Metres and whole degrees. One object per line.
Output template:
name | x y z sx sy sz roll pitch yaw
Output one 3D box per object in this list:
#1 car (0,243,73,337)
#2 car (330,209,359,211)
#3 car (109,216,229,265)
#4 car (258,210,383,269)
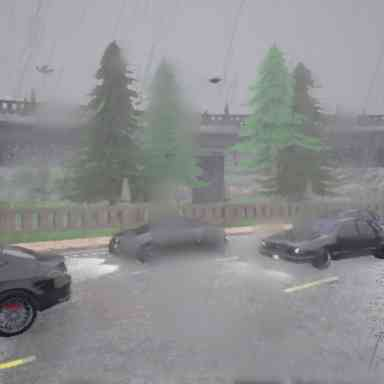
car | -4.317 1.526 5.139 4.674 1.442 1.812 0 0 -35
car | 7.567 1.545 16.307 5.357 1.411 2.033 0 0 -22
car | -0.743 1.563 11.728 4.181 1.385 1.994 0 0 -33
car | 4.822 1.546 11.192 5.357 1.411 2.033 0 0 -29
